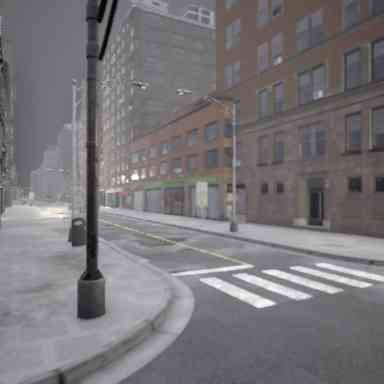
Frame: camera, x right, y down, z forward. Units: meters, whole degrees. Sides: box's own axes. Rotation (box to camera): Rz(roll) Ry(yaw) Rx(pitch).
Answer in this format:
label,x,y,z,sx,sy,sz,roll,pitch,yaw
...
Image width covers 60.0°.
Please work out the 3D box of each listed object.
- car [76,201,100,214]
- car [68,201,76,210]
label,x,y,z,sx,sy,sz,roll,pitch,yaw
car,-13.403,2.086,43.150,1.895,1.301,4.718,0,-1,-27
car,-18.075,2.151,52.018,2.033,1.411,5.357,0,-1,-27
